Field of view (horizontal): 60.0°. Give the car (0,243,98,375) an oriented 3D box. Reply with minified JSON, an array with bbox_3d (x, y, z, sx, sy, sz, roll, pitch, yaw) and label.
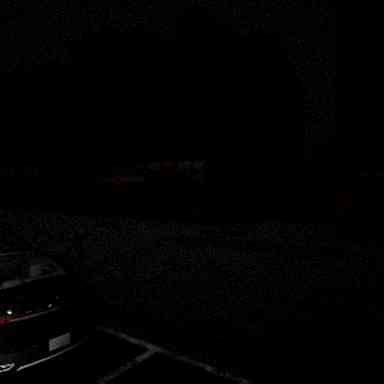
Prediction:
[{"bbox_3d":[-3.316,1.466,5.115,4.403,1.369,2.008,1,1,35],"label":"car"}]
